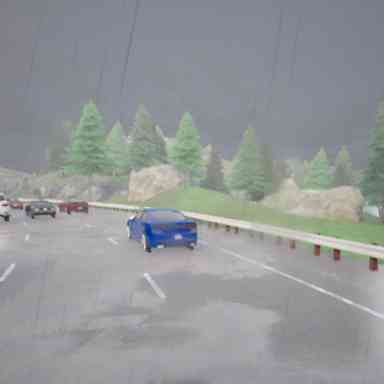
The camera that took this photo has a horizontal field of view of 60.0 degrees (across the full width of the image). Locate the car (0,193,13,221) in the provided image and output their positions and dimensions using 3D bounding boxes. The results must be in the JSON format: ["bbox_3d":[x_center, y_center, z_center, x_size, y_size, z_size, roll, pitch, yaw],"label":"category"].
[{"bbox_3d":[-15.356,1.086,25.479,2.150,2.045,5.566,0,0,-33],"label":"car"}]

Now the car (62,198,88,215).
[{"bbox_3d":[-11.561,1.308,32.140,1.882,1.535,5.008,0,0,-35],"label":"car"}]

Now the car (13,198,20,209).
[{"bbox_3d":[-20.663,1.363,37.843,1.994,1.385,4.181,0,0,-43],"label":"car"}]

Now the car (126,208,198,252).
[{"bbox_3d":[-1.410,1.405,13.765,1.882,1.535,5.008,0,0,-22],"label":"car"}]

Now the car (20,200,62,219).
[{"bbox_3d":[-12.800,1.399,27.933,2.033,1.411,5.357,0,0,-34],"label":"car"}]
